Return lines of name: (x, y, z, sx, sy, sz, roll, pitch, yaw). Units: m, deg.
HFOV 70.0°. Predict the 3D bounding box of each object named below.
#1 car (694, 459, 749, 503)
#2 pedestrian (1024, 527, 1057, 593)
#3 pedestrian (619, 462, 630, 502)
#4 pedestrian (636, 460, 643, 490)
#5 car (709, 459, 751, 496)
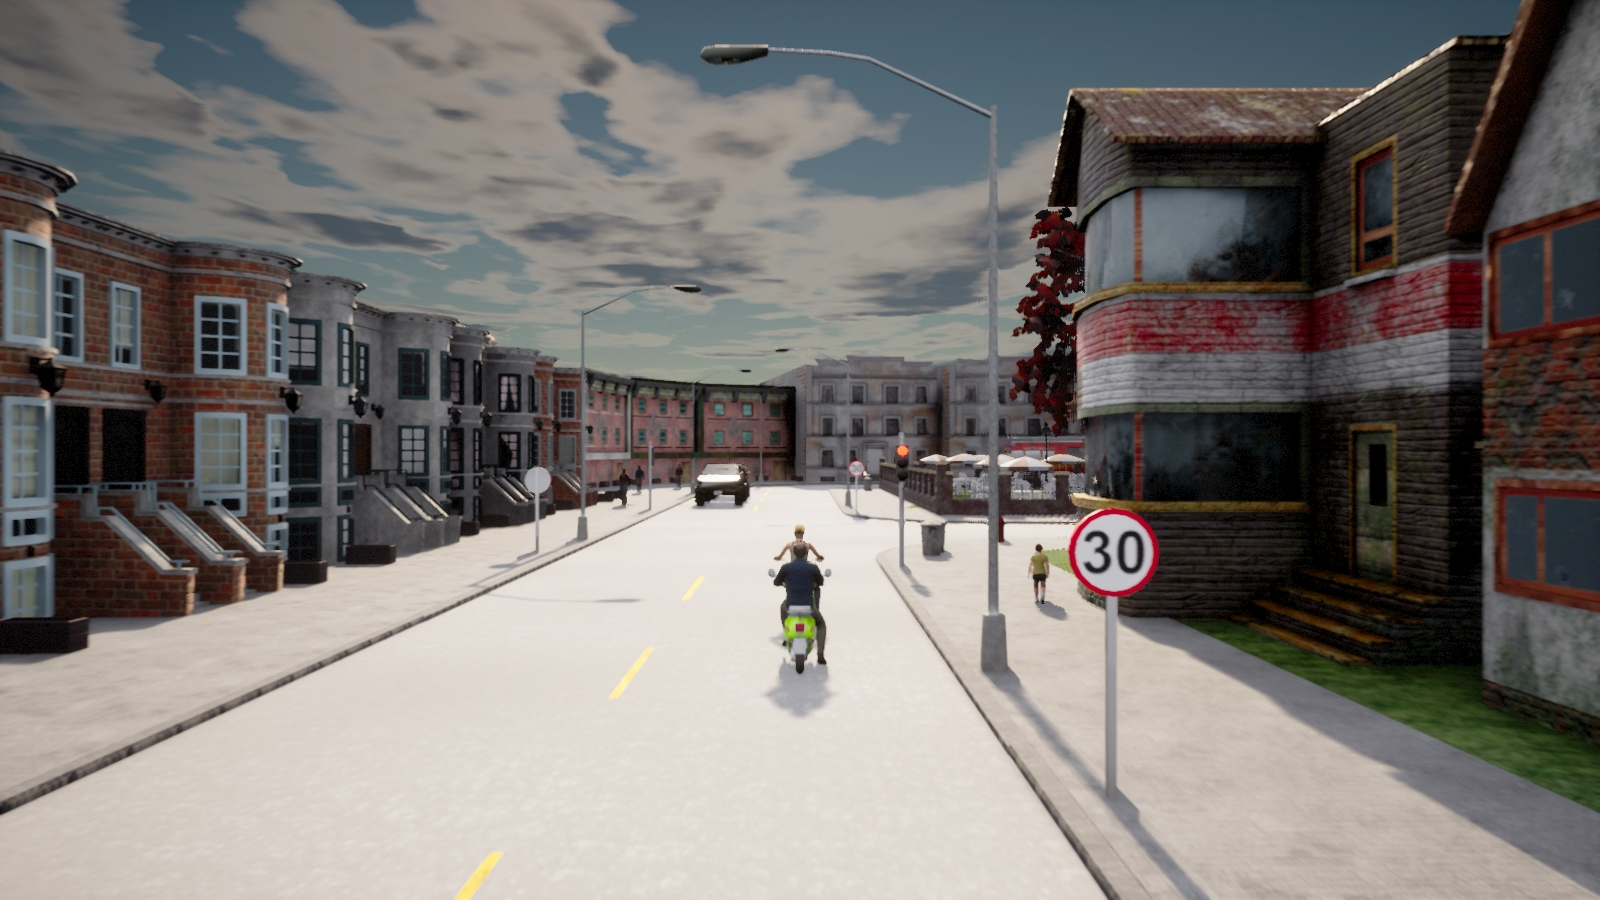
car: (-3.994, 1.534, 59.005, 2.390, 2.098, 6.274, 0, 0, 0)
pedestrian: (4.185, 1.904, 19.911, 0.500, 1.100, 0.500, 0, 0, 3)
pedestrian: (-8.331, 1.524, 54.254, 0.375, 1.860, 0.375, 0, 0, 13)
pedestrian: (-9.794, 1.524, 69.634, 0.375, 1.860, 0.375, 0, 0, 4)
car: (-4.048, 1.560, 66.729, 2.150, 2.045, 5.566, 0, 0, 0)
